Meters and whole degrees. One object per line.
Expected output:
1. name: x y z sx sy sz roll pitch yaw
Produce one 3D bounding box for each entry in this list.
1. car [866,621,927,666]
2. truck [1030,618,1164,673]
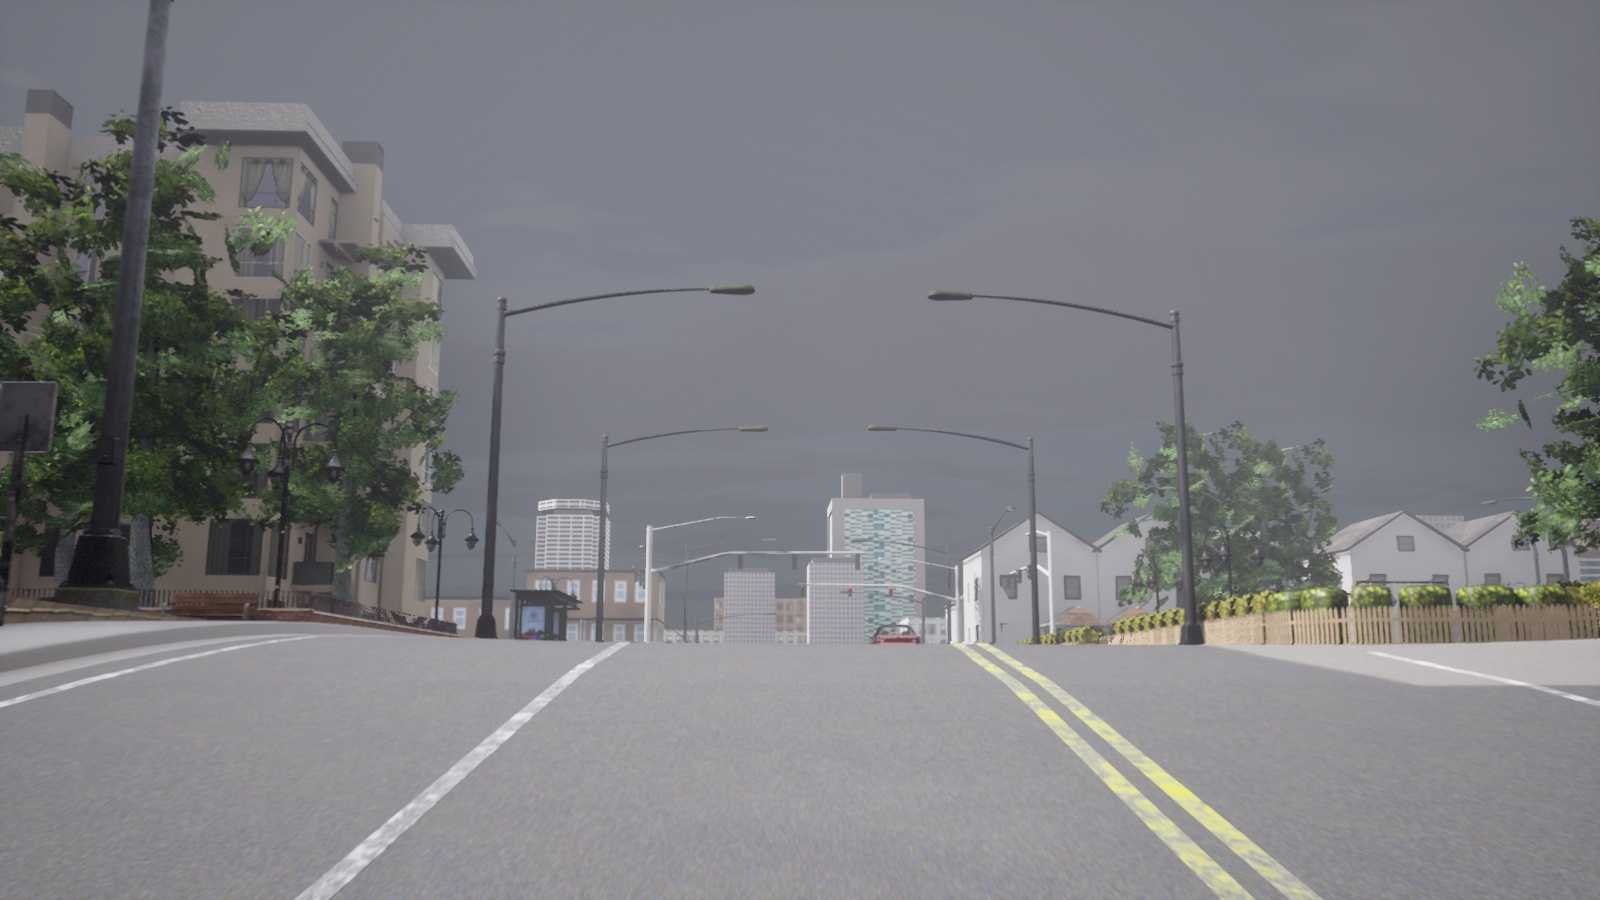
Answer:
1. car: 3.409 6.979 45.027 1.816 1.474 4.193 0 -11 0
2. truck: 19.358 12.816 82.147 7.936 3.462 2.891 0 -11 -1
